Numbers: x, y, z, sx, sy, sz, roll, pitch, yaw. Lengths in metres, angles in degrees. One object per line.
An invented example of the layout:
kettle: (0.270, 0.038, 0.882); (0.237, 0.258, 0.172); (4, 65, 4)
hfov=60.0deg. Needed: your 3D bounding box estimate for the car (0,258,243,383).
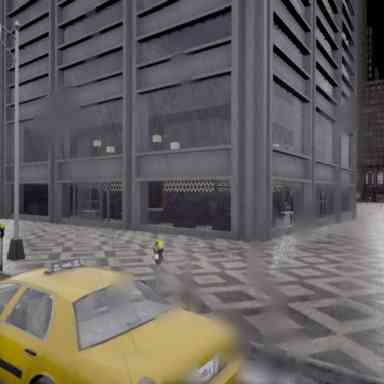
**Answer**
car: (-1.763, 1.525, 4.224); (4.829, 1.417, 1.752); (0, 0, 36)
